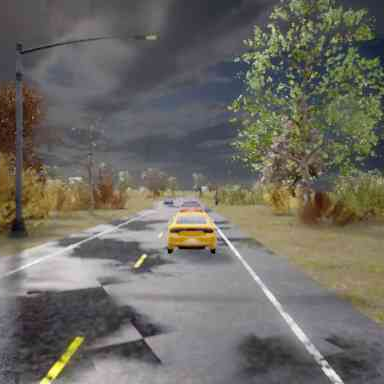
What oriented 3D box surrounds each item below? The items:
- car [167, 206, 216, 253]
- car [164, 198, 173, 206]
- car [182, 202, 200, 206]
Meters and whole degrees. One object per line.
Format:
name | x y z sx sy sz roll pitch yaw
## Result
car | -0.010 1.615 14.472 1.882 1.535 5.008 0 0 0
car | -5.098 2.118 72.320 1.882 1.535 5.008 0 0 -8
car | -0.071 1.624 29.090 2.097 1.767 4.553 0 -1 0
